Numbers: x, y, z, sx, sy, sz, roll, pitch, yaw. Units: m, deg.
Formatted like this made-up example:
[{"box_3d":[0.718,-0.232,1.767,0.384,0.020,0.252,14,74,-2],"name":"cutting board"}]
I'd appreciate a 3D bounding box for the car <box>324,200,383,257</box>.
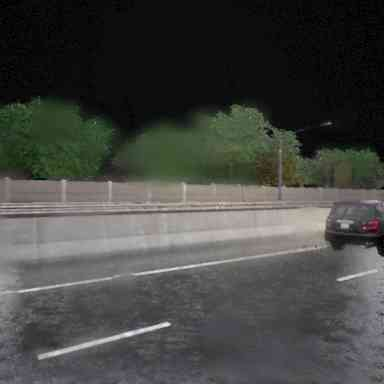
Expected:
[{"box_3d":[7.765,1.353,13.707,5.566,2.045,2.150,1,0,-36],"name":"car"}]
